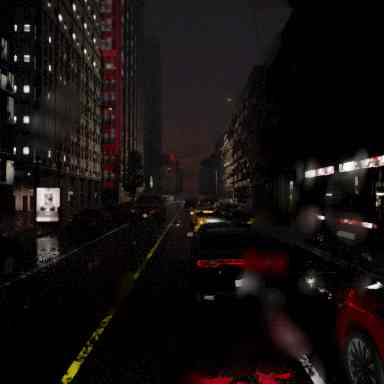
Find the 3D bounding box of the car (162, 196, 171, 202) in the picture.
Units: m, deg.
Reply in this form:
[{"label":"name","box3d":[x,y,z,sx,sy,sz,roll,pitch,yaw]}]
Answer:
[{"label":"car","box3d":[-5.701,1.541,75.414,1.802,1.307,4.206,1,0,0]}]

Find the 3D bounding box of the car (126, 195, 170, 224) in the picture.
[{"label":"car","box3d":[-3.107,1.219,24.762,2.150,2.045,5.566,0,0,0]}]

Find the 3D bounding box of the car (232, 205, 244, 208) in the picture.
[{"label":"car","box3d":[2.695,1.525,18.985,1.752,1.417,4.829,1,0,0]}]

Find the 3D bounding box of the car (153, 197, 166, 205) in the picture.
[{"label":"car","box3d":[-5.696,1.558,58.445,1.802,1.307,4.206,1,0,0]}]

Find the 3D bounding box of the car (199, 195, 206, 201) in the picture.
[{"label":"car","box3d":[2.677,1.527,86.695,1.802,1.307,4.206,1,0,0]}]

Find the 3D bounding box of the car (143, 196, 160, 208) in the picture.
[{"label":"car","box3d":[-5.692,1.425,47.132,1.967,1.590,4.097,1,0,0]}]

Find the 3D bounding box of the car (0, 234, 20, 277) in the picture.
[{"label":"car","box3d":[-5.683,1.546,7.533,1.887,1.381,4.507,1,0,0]}]

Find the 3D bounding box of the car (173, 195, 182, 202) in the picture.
[{"label":"car","box3d":[-3.019,1.487,73.522,1.812,1.442,4.674,0,0,0]}]

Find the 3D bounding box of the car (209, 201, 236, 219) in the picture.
[{"label":"car","box3d":[2.692,1.546,30.128,2.008,1.369,4.403,1,0,0]}]

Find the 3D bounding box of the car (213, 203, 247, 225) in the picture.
[{"label":"car","box3d":[2.693,1.564,24.471,1.947,1.339,4.313,1,0,0]}]

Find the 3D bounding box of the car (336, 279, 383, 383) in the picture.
[{"label":"car","box3d":[2.702,1.316,1.845,2.192,1.841,5.009,1,0,0]}]

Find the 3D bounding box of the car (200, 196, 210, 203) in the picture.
[{"label":"car","box3d":[2.681,1.547,69.725,1.802,1.307,4.206,1,0,0]}]

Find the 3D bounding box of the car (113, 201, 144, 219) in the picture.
[{"label":"car","box3d":[-5.689,1.561,30.160,1.947,1.339,4.313,1,0,0]}]

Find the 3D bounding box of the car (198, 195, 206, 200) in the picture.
[{"label":"car","box3d":[2.676,1.488,92.352,2.008,1.369,4.403,1,0,0]}]

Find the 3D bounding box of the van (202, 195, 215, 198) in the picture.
[{"label":"van","box3d":[2.690,1.326,47.099,1.690,1.788,3.998,1,0,0]}]

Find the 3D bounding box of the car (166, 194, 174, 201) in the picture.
[{"label":"car","box3d":[-5.701,1.385,86.729,1.967,1.590,4.097,1,0,0]}]

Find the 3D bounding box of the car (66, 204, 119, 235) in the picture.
[{"label":"car","box3d":[-5.687,1.582,18.846,1.802,1.307,4.206,1,0,0]}]

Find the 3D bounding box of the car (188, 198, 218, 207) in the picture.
[{"label":"car","box3d":[0.809,1.454,24.600,1.801,1.575,5.366,0,0,0]}]

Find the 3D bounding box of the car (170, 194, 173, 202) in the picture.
[{"label":"car","box3d":[-5.697,1.406,69.758,1.967,1.590,4.097,1,0,0]}]

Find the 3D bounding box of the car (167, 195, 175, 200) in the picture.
[{"label":"car","box3d":[-5.704,1.503,92.385,1.947,1.339,4.313,1,0,0]}]

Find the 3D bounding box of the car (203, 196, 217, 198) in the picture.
[{"label":"car","box3d":[2.688,1.554,41.442,1.947,1.339,4.313,1,0,0]}]

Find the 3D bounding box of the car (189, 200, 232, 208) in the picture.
[{"label":"car","box3d":[0.894,1.455,18.602,1.801,1.575,5.366,0,0,0]}]

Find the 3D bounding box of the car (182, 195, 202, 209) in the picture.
[{"label":"car","box3d":[-0.006,1.463,45.875,1.882,1.535,5.008,0,0,0]}]

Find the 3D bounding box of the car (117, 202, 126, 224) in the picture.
[{"label":"car","box3d":[-5.687,1.543,24.503,1.887,1.381,4.507,1,0,0]}]

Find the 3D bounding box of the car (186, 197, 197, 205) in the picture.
[{"label":"car","box3d":[-0.017,1.576,60.036,1.895,1.301,4.718,0,0,0]}]

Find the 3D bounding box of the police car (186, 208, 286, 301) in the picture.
[{"label":"police car","box3d":[0.897,1.426,8.521,1.930,1.638,5.238,0,0,0]}]
